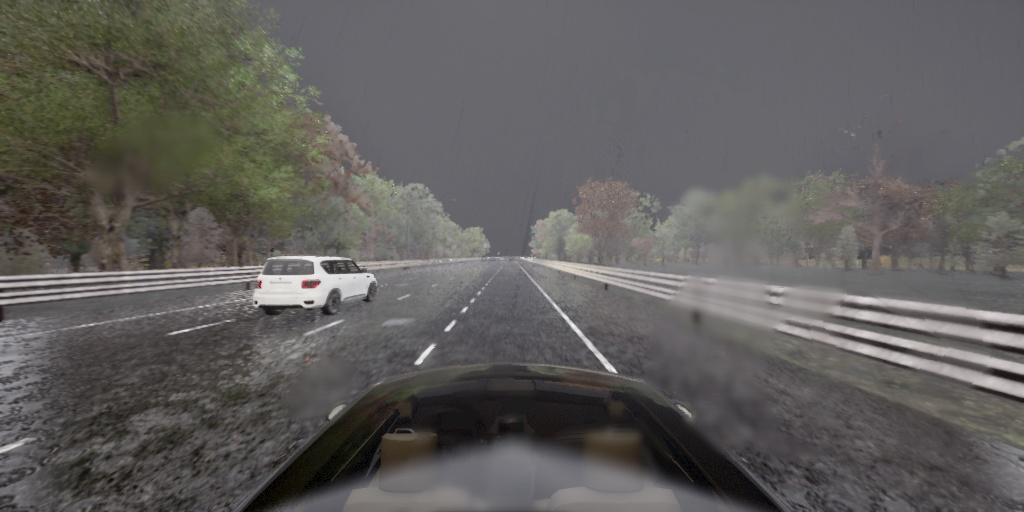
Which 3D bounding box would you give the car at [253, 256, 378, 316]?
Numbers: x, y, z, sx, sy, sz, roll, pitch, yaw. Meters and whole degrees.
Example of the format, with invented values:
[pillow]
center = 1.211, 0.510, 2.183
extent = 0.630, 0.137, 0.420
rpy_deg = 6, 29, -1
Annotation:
[car]
center = -6.985, 1.030, 13.483
extent = 2.150, 2.045, 5.566
rpy_deg = 0, 0, 0
